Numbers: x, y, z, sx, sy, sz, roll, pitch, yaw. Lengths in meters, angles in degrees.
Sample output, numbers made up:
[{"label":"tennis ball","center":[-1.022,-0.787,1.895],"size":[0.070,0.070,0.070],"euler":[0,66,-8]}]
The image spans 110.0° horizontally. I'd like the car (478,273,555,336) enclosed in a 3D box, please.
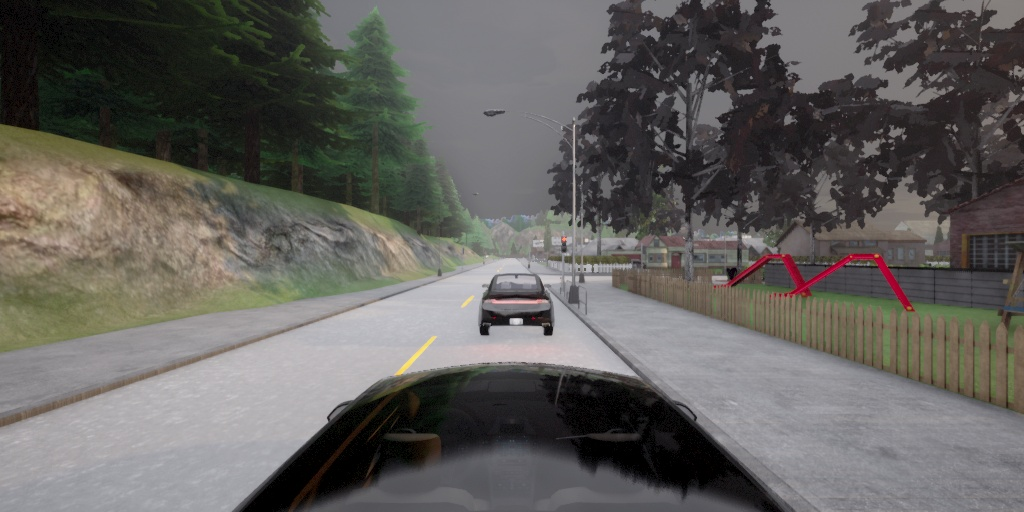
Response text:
[{"label":"car","center":[0.128,1.241,10.383],"size":[2.128,1.511,4.902],"euler":[0,0,1]}]
